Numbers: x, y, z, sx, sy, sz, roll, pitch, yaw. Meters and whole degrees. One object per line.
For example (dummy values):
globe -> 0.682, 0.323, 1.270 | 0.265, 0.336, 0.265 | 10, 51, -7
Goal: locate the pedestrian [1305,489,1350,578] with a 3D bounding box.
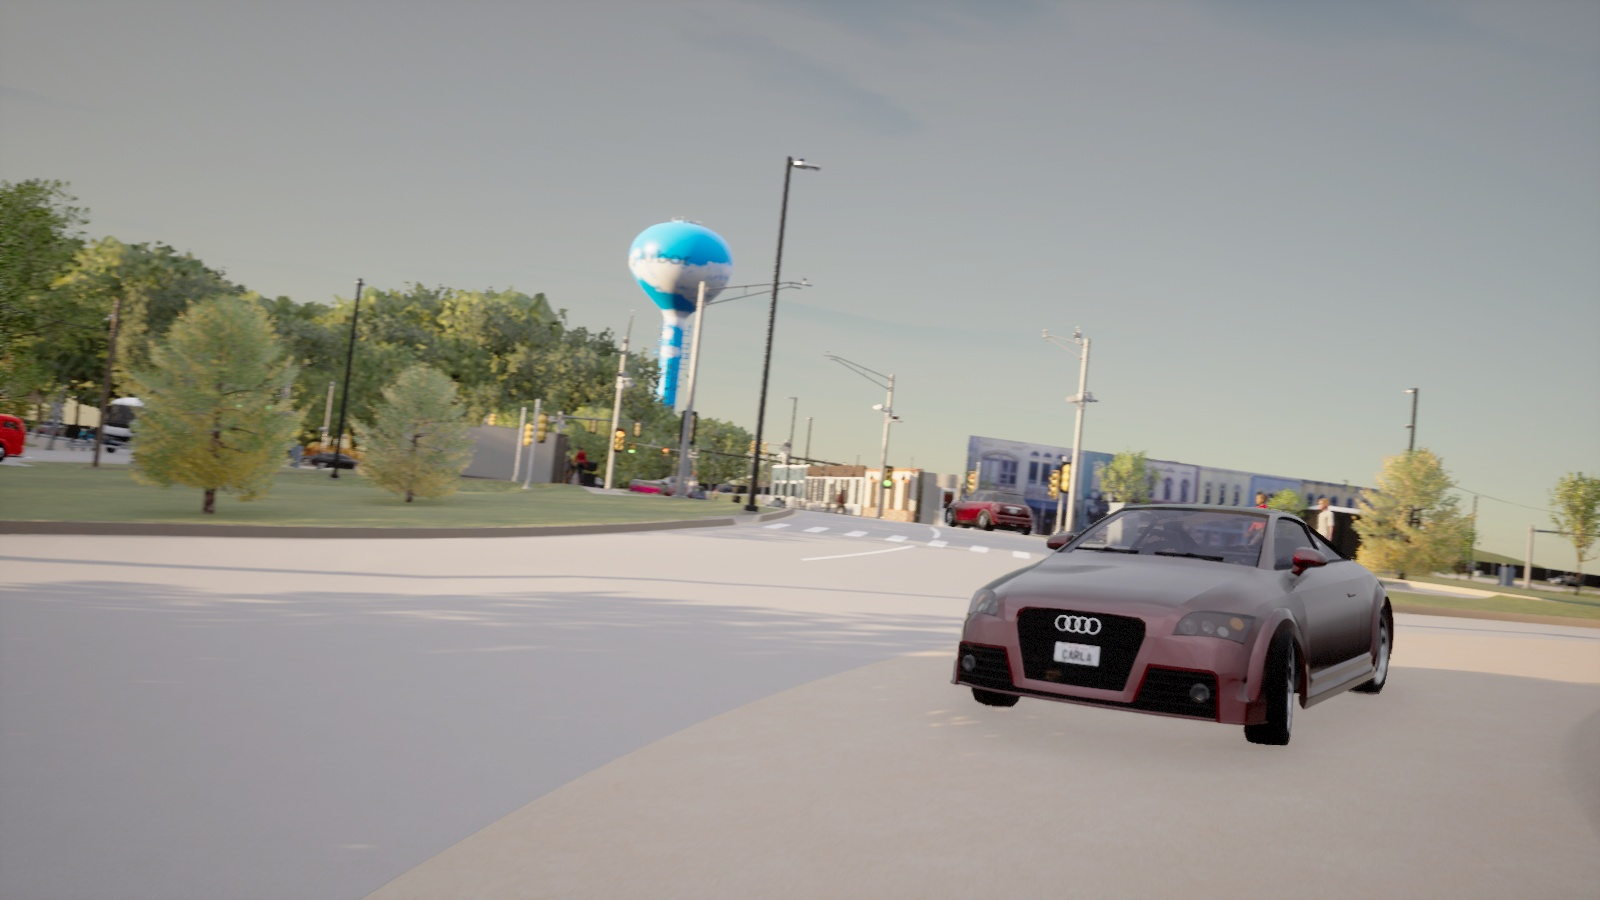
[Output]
pedestrian -> 11.329, 1.794, 26.974 | 0.706, 1.836, 0.354 | 5, -4, 8

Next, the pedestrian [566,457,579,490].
pedestrian -> -13.422, 1.395, 74.180 | 0.540, 1.848, 0.694 | 6, -4, -13

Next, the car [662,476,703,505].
car -> -7.117, 2.437, 75.782 | 1.845, 1.501, 3.633 | 7, -3, -13

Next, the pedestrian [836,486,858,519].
pedestrian -> 2.740, 3.090, 73.631 | 0.899, 1.844, 0.634 | 8, -4, -35

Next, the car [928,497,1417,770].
car -> 2.863, 1.061, 8.923 | 1.994, 1.385, 4.181 | 1, -2, 37

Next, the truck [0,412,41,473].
truck -> -35.834, -0.446, 54.003 | 5.204, 2.467, 2.627 | 6, -4, -32

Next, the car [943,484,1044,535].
car -> 7.997, 2.440, 52.422 | 2.097, 1.767, 4.553 | 7, -3, -19

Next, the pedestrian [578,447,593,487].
pedestrian -> -9.877, 0.786, 57.876 | 0.331, 1.846, 0.636 | 7, -4, -23
